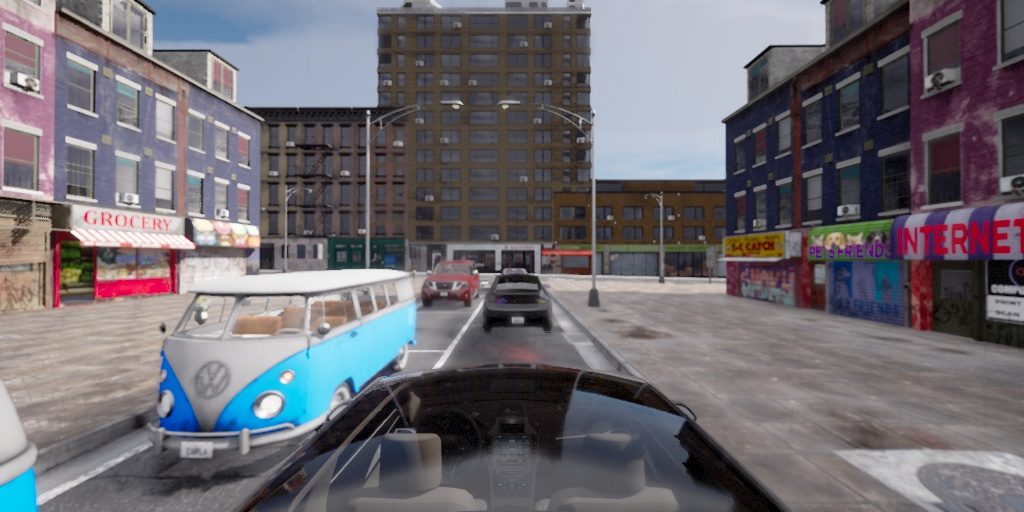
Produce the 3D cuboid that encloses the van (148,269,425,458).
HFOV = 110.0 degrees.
[{"bbox_3d":[-2.622,1.107,5.094,1.690,1.789,3.998,0,0,0],"label":"van"}]

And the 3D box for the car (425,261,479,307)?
[{"bbox_3d":[-2.553,1.130,15.983,2.192,1.841,5.009,0,0,0],"label":"car"}]

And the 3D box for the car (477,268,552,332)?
[{"bbox_3d":[0.151,1.300,11.083,1.837,1.490,4.892,0,0,0],"label":"car"}]
